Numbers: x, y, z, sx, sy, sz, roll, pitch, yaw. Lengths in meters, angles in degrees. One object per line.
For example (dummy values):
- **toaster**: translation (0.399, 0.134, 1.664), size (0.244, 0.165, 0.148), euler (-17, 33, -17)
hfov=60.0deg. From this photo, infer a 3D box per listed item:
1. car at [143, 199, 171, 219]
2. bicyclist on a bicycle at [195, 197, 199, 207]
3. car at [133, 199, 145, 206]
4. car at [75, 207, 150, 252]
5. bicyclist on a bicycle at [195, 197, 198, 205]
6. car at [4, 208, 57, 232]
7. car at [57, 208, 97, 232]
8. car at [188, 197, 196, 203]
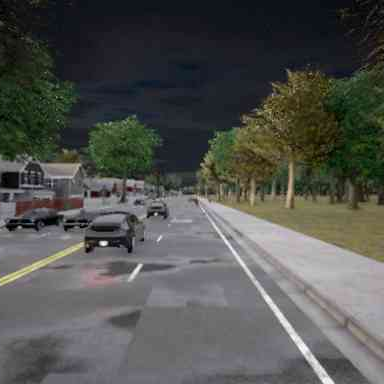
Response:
- **car**: translation (-3.157, 1.702, 31.692), size (1.837, 1.490, 4.892), euler (0, 0, 0)
- **bicyclist on a bicycle**: translation (0.885, 1.809, 57.566), size (0.582, 1.620, 1.656), euler (0, -1, 0)
- **car**: translation (-9.787, 1.947, 62.217), size (1.994, 1.385, 4.181), euler (0, 0, 1)
- **car**: translation (-3.155, 1.595, 14.298), size (1.837, 1.490, 4.892), euler (0, 0, 0)
- **bicyclist on a bicycle**: translation (0.882, 1.864, 66.566), size (0.582, 1.620, 1.656), euler (0, -1, 0)
- **car**: translation (-9.853, 1.734, 21.239), size (1.895, 1.301, 4.718), euler (0, 0, 0)
- **car**: translation (-6.604, 1.734, 21.252), size (1.895, 1.301, 4.718), euler (0, 0, 0)
- **car**: translation (-0.015, 1.994, 86.038), size (1.812, 1.442, 4.674), euler (0, 0, 0)
